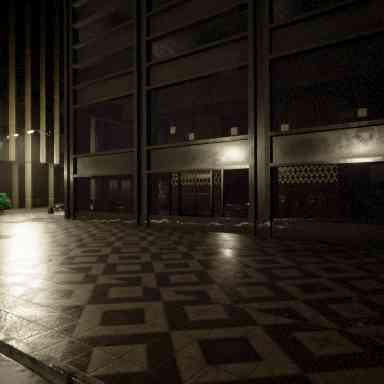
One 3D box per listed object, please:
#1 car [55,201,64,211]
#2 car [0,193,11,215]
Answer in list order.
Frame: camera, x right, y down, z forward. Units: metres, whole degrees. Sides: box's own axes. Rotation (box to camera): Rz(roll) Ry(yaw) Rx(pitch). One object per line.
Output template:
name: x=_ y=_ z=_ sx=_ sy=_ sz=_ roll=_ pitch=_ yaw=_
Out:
car: x=-13.404 y=1.326 z=38.607 sx=1.882 sy=1.535 sz=5.008 roll=0 pitch=0 yaw=35
car: x=-19.425 y=1.113 z=30.076 sx=2.150 sy=2.045 sz=5.566 roll=0 pitch=0 yaw=37
